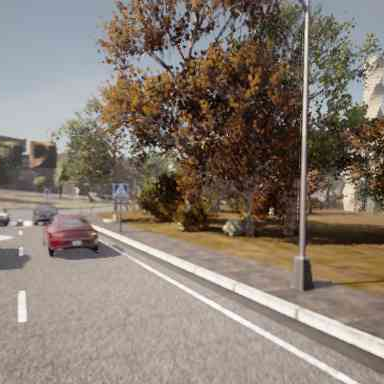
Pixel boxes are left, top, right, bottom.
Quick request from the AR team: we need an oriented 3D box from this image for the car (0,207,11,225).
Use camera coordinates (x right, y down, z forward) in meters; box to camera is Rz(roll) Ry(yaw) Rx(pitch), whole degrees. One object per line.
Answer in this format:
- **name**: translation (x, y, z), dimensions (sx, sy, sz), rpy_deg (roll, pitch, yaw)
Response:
- **car**: translation (-14.785, 1.782, 25.028), dimensions (1.895, 1.301, 4.718), rpy_deg (0, 0, -26)

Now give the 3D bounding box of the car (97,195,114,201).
- **car**: translation (-20.647, 1.354, 79.669), dimensions (4.718, 1.301, 1.895), rpy_deg (2, 1, 39)

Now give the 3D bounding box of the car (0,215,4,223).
- **car**: translation (-7.937, 1.711, 11.688), dimensions (1.895, 1.301, 4.718), rpy_deg (0, -1, -27)

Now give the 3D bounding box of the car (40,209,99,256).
- **car**: translation (-5.129, 1.662, 13.895), dimensions (1.812, 1.442, 4.674), rpy_deg (0, 0, -27)

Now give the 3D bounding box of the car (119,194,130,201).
- **car**: translation (-15.748, 1.260, 79.344), dimensions (2.128, 1.511, 4.902), rpy_deg (0, 1, -42)

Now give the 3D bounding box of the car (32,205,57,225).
- **car**: translation (-11.366, 1.749, 25.960), dimensions (2.033, 1.411, 5.357), rpy_deg (0, 0, -27)
